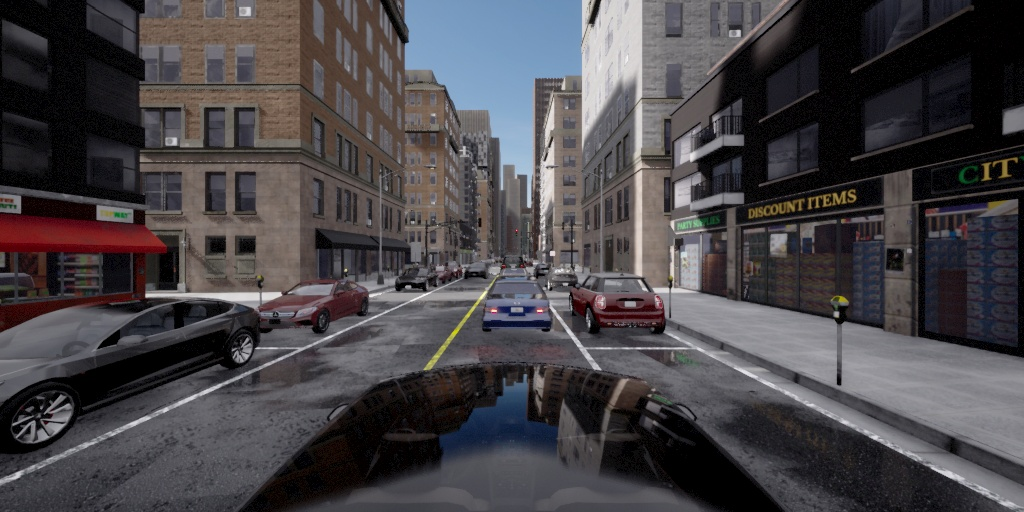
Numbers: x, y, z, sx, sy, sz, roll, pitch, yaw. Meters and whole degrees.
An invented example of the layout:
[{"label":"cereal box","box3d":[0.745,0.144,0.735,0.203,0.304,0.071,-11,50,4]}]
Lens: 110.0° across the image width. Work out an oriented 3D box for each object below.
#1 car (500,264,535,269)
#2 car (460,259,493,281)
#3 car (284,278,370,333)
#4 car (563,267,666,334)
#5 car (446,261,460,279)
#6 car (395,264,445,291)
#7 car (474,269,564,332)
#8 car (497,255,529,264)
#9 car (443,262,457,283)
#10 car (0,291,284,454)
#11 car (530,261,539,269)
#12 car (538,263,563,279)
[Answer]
[{"label":"car","box3d":[0.142,1.352,21.349,1.895,1.301,4.718,0,0,0]},{"label":"car","box3d":[-2.962,1.260,30.732,1.837,1.490,4.892,0,-1,1]},{"label":"car","box3d":[-5.652,1.332,10.648,1.802,1.307,4.207,0,0,0]},{"label":"car","box3d":[2.874,1.189,10.628,1.967,1.591,4.097,0,0,0]},{"label":"car","box3d":[-5.600,1.193,32.654,1.967,1.591,4.097,0,0,0]},{"label":"car","box3d":[-5.626,1.317,21.651,1.948,1.339,4.313,0,0,0]},{"label":"car","box3d":[0.120,1.297,10.843,2.033,1.411,5.357,0,0,0]},{"label":"car","box3d":[0.075,0.974,31.380,2.150,2.045,5.566,0,0,-1]},{"label":"car","box3d":[-5.613,1.334,27.152,1.802,1.307,4.207,0,0,0]},{"label":"car","box3d":[-5.665,1.315,5.147,1.948,1.339,4.313,0,0,0]},{"label":"car","box3d":[2.926,1.319,32.633,1.948,1.339,4.313,0,0,0]},{"label":"car","box3d":[2.899,1.301,21.631,2.007,1.370,4.403,0,0,0]}]
